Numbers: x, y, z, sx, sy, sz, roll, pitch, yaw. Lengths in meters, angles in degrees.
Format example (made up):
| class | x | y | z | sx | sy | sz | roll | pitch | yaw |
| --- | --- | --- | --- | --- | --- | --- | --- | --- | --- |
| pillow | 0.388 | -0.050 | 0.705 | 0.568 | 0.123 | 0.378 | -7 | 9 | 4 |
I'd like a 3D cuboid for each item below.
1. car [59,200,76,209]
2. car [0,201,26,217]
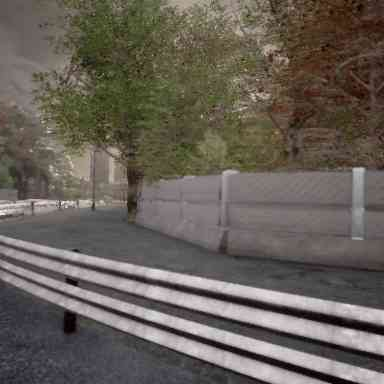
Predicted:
| class | x | y | z | sx | sy | sz | roll | pitch | yaw |
| --- | --- | --- | --- | --- | --- | --- | --- | --- | --- |
| car | -20.815 | 2.069 | 55.811 | 1.994 | 1.385 | 4.181 | 1 | -1 | -6 |
| car | -18.396 | 1.683 | 33.606 | 1.837 | 1.490 | 4.892 | 1 | -1 | -7 |
